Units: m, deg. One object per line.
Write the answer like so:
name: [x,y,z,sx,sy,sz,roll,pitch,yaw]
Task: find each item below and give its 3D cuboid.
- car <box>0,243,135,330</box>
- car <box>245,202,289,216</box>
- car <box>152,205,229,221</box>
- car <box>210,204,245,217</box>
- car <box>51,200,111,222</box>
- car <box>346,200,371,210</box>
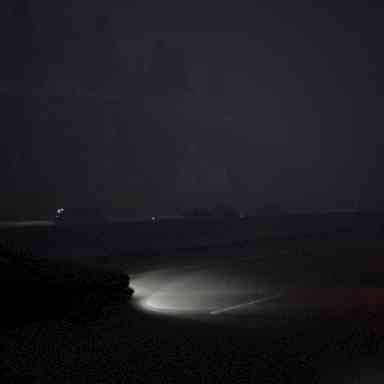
car: [-3.705,1.561,5.447,5.357,1.411,2.033,1,0,-35]
car: [8.083,1.834,35.659,5.357,1.411,2.033,1,0,-36]
car: [-0.200,1.740,21.087,4.718,1.301,1.895,1,0,-36]
car: [1.753,1.715,26.800,4.674,1.442,1.812,1,-1,-36]
car: [-9.171,1.479,27.570,4.553,1.767,2.097,1,0,-36]
car: [26.728,2.023,53.307,4.892,1.490,1.837,1,0,-35]
